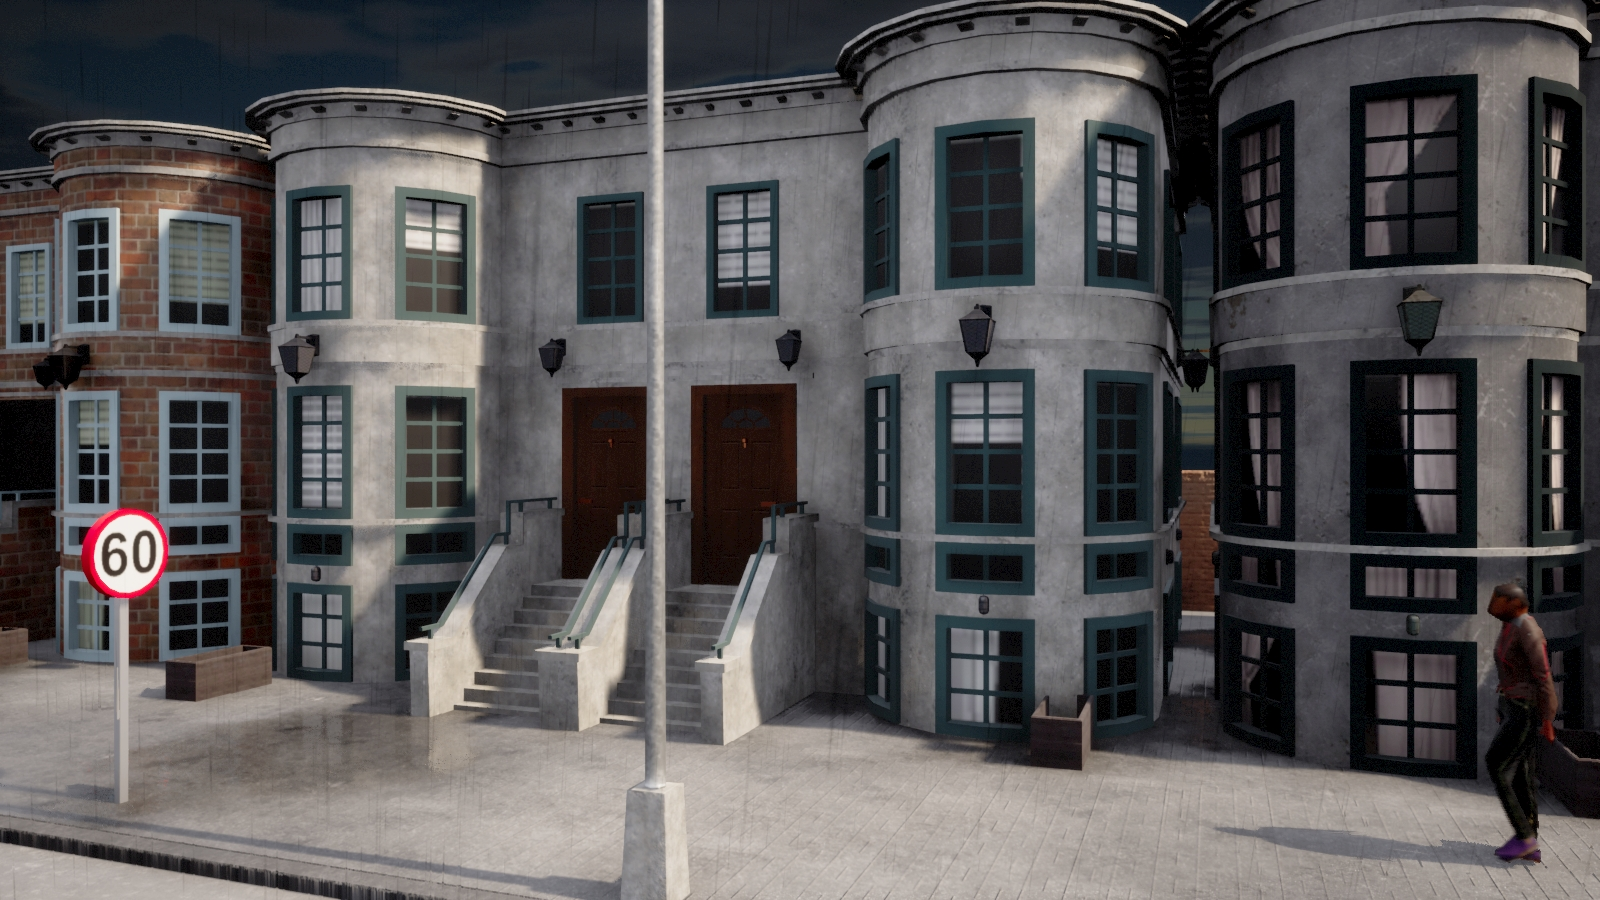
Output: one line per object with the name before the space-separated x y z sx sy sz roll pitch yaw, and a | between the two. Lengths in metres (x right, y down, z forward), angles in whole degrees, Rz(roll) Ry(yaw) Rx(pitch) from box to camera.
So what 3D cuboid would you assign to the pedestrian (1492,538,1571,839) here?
pedestrian | 4.767 1.524 7.460 0.375 1.860 0.375 0 0 22
